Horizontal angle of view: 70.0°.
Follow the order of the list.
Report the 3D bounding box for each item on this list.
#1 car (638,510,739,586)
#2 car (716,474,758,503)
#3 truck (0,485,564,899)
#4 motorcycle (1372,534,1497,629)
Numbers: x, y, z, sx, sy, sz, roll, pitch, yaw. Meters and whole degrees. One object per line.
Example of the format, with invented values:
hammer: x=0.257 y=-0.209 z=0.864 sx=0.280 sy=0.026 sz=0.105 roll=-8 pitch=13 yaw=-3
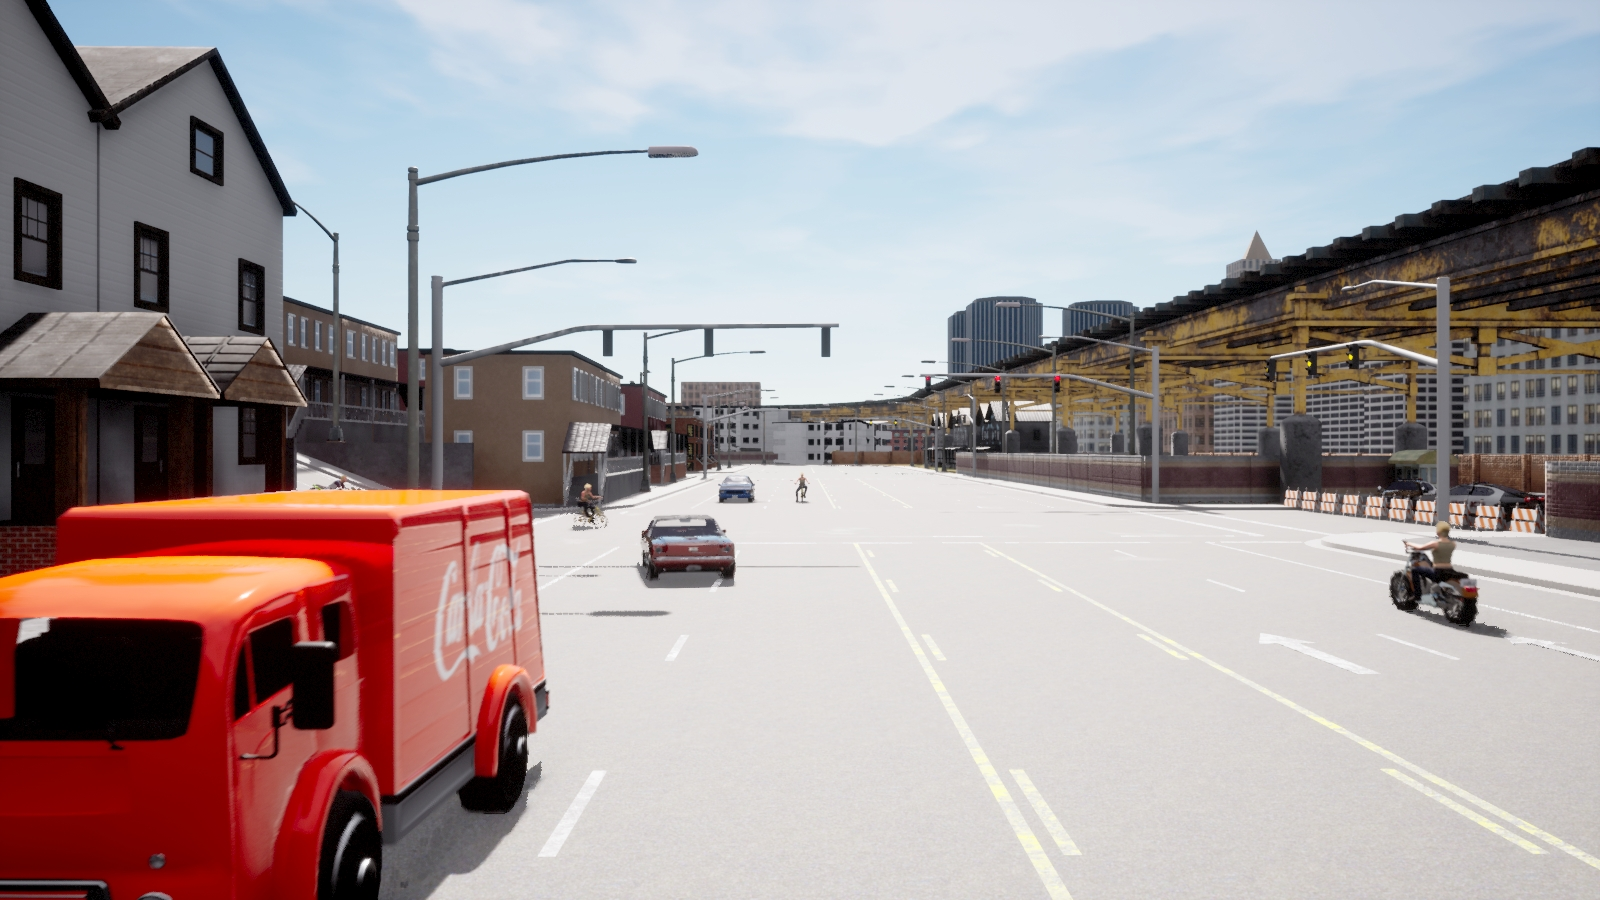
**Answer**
car: x=-2.625 y=2.155 z=26.017 sx=1.895 sy=1.301 sz=4.718 roll=0 pitch=0 yaw=-10
car: x=-3.449 y=2.106 z=63.014 sx=2.033 sy=1.411 sz=5.357 roll=0 pitch=0 yaw=0
truck: x=-3.466 y=1.563 z=7.701 sx=2.627 sy=2.467 sz=5.204 roll=0 pitch=0 yaw=1
motorcycle: x=10.515 y=2.143 z=19.048 sx=0.764 sy=1.332 sz=2.356 roll=0 pitch=0 yaw=0
